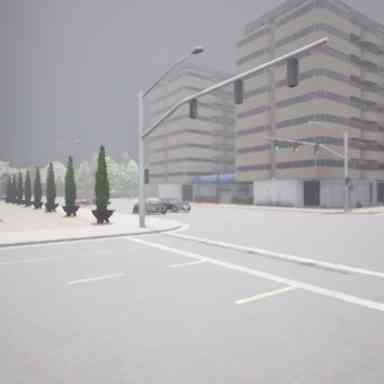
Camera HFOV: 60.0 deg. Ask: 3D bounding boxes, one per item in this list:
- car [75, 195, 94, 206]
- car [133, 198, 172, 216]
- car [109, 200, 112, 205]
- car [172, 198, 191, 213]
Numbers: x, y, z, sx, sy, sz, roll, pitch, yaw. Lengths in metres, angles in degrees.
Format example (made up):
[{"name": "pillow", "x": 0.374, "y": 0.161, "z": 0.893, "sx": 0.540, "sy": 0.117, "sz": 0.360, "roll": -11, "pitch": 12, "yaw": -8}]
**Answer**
[{"name": "car", "x": -16.817, "y": 1.246, "z": 50.248, "sx": 2.097, "sy": 1.767, "sz": 4.553, "roll": 0, "pitch": 0, "yaw": -35}, {"name": "car", "x": -4.074, "y": 1.460, "z": 31.969, "sx": 1.994, "sy": 1.385, "sz": 4.181, "roll": 0, "pitch": 0, "yaw": -35}, {"name": "car", "x": -14.395, "y": 1.376, "z": 52.899, "sx": 1.837, "sy": 1.490, "sz": 4.892, "roll": 0, "pitch": 0, "yaw": -35}, {"name": "car", "x": -1.968, "y": 1.360, "z": 35.061, "sx": 2.128, "sy": 1.511, "sz": 4.902, "roll": 0, "pitch": 1, "yaw": -35}]
